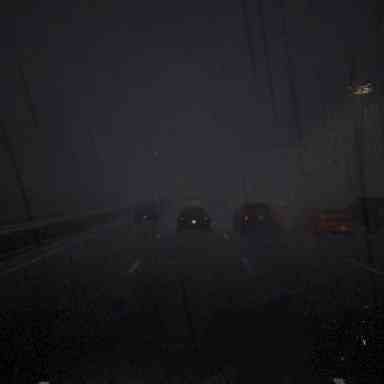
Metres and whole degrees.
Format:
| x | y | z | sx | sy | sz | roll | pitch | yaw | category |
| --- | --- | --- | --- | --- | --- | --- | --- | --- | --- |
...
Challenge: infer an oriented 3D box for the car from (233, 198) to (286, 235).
| x | y | z | sx | sy | sz | roll | pitch | yaw | category |
| --- | --- | --- | --- | --- | --- | --- | --- | --- | --- |
| 3.602 | 1.400 | 19.199 | 2.097 | 1.767 | 4.553 | 0 | 0 | 0 | car |

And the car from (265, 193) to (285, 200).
| x | y | z | sx | sy | sz | roll | pitch | yaw | category |
| --- | --- | --- | --- | --- | --- | --- | --- | --- | --- |
| 10.606 | 1.332 | 43.544 | 2.150 | 2.045 | 5.566 | 0 | 0 | 0 | car |

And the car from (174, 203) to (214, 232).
| x | y | z | sx | sy | sz | roll | pitch | yaw | category |
| --- | --- | --- | --- | --- | --- | --- | --- | --- | --- |
| 0.102 | 1.616 | 20.366 | 1.994 | 1.385 | 4.181 | 0 | 0 | 0 | car |

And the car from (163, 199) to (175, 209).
| x | y | z | sx | sy | sz | roll | pitch | yaw | category |
| --- | --- | --- | --- | --- | --- | --- | --- | --- | --- |
| -3.394 | 1.643 | 46.680 | 1.812 | 1.442 | 4.674 | 0 | 0 | 0 | car |

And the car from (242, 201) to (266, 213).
| x | y | z | sx | sy | sz | roll | pitch | yaw | category |
| --- | --- | --- | --- | --- | --- | --- | --- | --- | --- |
| 7.104 | 1.698 | 38.654 | 1.895 | 1.301 | 4.718 | 0 | 0 | 0 | car |

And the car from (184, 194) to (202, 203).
| x | y | z | sx | sy | sz | roll | pitch | yaw | category |
| --- | --- | --- | --- | --- | --- | --- | --- | --- | --- |
| 0.105 | 1.332 | 43.528 | 2.150 | 2.045 | 5.566 | 0 | 0 | 0 | car |

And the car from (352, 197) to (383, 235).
| x | y | z | sx | sy | sz | roll | pitch | yaw | category |
| --- | --- | --- | --- | --- | --- | --- | --- | --- | --- |
| 10.602 | 1.271 | 19.339 | 2.150 | 2.045 | 5.566 | 0 | 0 | 0 | car |

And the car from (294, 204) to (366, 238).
| x | y | z | sx | sy | sz | roll | pitch | yaw | category |
| --- | --- | --- | --- | --- | --- | --- | --- | --- | --- |
| 7.102 | 1.523 | 18.107 | 1.882 | 1.535 | 5.008 | 0 | 0 | 0 | car |

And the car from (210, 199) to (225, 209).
| x | y | z | sx | sy | sz | roll | pitch | yaw | category |
| --- | --- | --- | --- | --- | --- | --- | --- | --- | --- |
| 3.607 | 1.643 | 46.705 | 1.812 | 1.442 | 4.674 | 0 | 0 | 0 | car |

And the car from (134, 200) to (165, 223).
| x | y | z | sx | sy | sz | roll | pitch | yaw | category |
| --- | --- | --- | --- | --- | --- | --- | --- | --- | --- |
| -3.396 | 1.591 | 26.107 | 1.812 | 1.442 | 4.674 | 0 | 0 | 0 | car |
